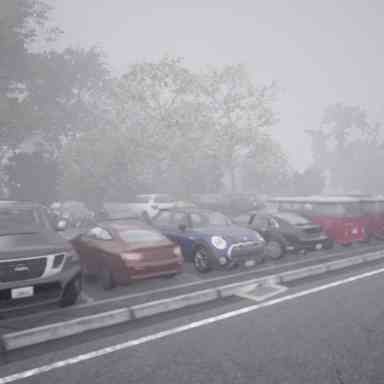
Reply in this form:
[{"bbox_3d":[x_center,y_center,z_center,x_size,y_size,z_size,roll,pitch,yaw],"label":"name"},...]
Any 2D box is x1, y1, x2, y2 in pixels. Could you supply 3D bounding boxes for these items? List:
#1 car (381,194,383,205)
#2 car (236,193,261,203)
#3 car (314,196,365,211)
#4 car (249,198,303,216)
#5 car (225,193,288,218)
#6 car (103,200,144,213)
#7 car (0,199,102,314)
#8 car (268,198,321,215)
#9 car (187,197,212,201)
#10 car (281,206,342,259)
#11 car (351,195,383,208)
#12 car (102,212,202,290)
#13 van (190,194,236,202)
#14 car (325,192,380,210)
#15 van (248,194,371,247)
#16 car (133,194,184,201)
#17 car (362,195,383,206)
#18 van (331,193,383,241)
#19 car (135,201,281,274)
[{"bbox_3d":[30.788,1.075,48.425,1.946,1.575,5.366,-1,0,-36],"label":"car"},{"bbox_3d":[3.572,1.154,29.213,2.435,2.045,5.566,0,0,-36],"label":"car"},{"bbox_3d":[17.143,1.272,38.881,2.231,1.521,4.892,-1,0,-36],"label":"car"},{"bbox_3d":[8.088,1.402,32.444,2.163,1.488,4.792,0,0,-36],"label":"car"},{"bbox_3d":[5.863,1.138,30.782,2.435,2.045,5.566,0,0,-36],"label":"car"},{"bbox_3d":[-5.423,1.476,22.706,2.163,1.488,4.792,0,0,-36],"label":"car"},{"bbox_3d":[-4.260,1.223,7.454,2.435,2.045,5.566,0,0,-36],"label":"car"},{"bbox_3d":[10.385,1.384,34.017,2.163,1.488,4.792,0,0,-36],"label":"car"},{"bbox_3d":[-1.033,1.423,26.111,1.946,1.575,5.366,0,0,-36],"label":"car"},{"bbox_3d":[2.567,1.445,12.367,2.231,1.521,4.892,0,0,-36],"label":"car"},{"bbox_3d":[23.907,1.174,43.736,2.097,1.535,5.008,-1,0,-36],"label":"car"},{"bbox_3d":[-1.995,1.504,9.107,2.002,1.452,4.674,0,0,-36],"label":"car"},{"bbox_3d":[1.263,1.190,27.669,1.878,1.987,4.442,0,0,-36],"label":"van"},{"bbox_3d":[19.409,0.987,40.476,2.435,2.045,5.566,-1,0,-36],"label":"car"},{"bbox_3d":[4.774,1.207,14.098,1.878,1.987,4.442,0,0,-36],"label":"van"},{"bbox_3d":[-3.200,1.185,24.367,2.435,2.045,5.566,0,0,-36],"label":"car"},{"bbox_3d":[26.163,1.144,45.352,2.231,1.521,4.892,-1,0,-36],"label":"car"},{"bbox_3d":[7.054,1.197,15.729,1.878,1.987,4.442,0,0,-36],"label":"van"},{"bbox_3d":[0.265,1.328,10.766,2.185,1.767,4.553,0,0,-36],"label":"car"}]
